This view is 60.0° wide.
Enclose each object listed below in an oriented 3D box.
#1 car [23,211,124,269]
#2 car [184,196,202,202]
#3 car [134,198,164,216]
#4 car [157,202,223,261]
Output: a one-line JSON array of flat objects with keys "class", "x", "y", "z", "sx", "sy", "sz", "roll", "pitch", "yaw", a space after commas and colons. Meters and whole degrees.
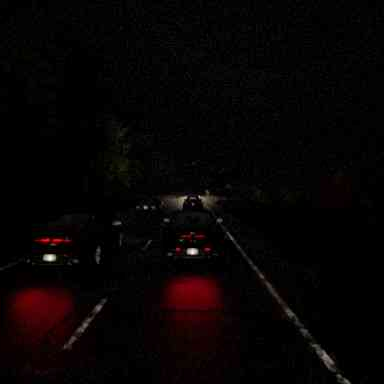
[{"class": "car", "x": -3.473, "y": 1.355, "z": 10.583, "sx": 1.837, "sy": 1.490, "sz": 4.892, "roll": 0, "pitch": 0, "yaw": 0}, {"class": "car", "x": 0.097, "y": 1.090, "z": 33.562, "sx": 1.994, "sy": 1.385, "sz": 4.181, "roll": 0, "pitch": 1, "yaw": 0}, {"class": "car", "x": -3.424, "y": 1.166, "z": 27.091, "sx": 2.033, "sy": 1.411, "sz": 5.357, "roll": 0, "pitch": 1, "yaw": 0}, {"class": "car", "x": 0.035, "y": 1.344, "z": 11.596, "sx": 1.837, "sy": 1.490, "sz": 4.892, "roll": 0, "pitch": 1, "yaw": 1}]
